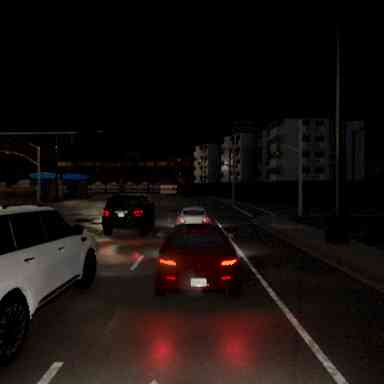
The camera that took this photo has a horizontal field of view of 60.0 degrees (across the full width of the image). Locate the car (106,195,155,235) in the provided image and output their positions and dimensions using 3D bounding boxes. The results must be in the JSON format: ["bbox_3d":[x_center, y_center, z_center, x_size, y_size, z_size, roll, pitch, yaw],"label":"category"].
[{"bbox_3d":[-3.350,1.171,18.431,2.150,2.045,5.566,0,0,0],"label":"car"}]

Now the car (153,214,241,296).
[{"bbox_3d":[0.122,1.518,8.511,1.812,1.442,4.674,0,0,0],"label":"car"}]

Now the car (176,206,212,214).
[{"bbox_3d":[0.117,1.482,17.802,1.812,1.442,4.674,0,0,1],"label":"car"}]

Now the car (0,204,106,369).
[{"bbox_3d":[-3.385,1.217,5.862,2.150,2.045,5.566,0,0,0],"label":"car"}]
